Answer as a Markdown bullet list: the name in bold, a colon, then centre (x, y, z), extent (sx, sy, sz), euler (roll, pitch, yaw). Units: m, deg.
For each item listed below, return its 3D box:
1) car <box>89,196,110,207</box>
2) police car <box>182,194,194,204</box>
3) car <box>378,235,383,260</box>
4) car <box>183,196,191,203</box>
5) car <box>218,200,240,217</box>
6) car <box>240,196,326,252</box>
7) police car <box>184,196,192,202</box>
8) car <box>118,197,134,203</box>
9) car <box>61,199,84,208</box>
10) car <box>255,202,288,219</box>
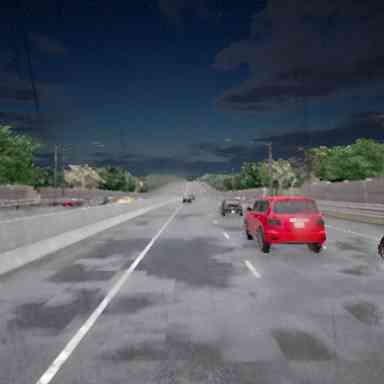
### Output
- **car**: centre (-14.078, 1.431, 50.818), extent (2.097, 1.767, 4.553), euler (0, 0, 0)
- **police car**: centre (-1.065, 1.627, 69.197), extent (1.930, 1.638, 5.238), euler (0, -1, 0)
- **car**: centre (7.098, 1.541, 9.237), extent (1.994, 1.385, 4.181), euler (0, 0, 0)
- **car**: centre (-1.067, 1.773, 79.095), extent (1.882, 1.535, 5.008), euler (0, -1, 0)
- **car**: centre (3.593, 1.486, 31.417), extent (1.837, 1.490, 4.892), euler (0, 0, 0)
- **car**: centre (3.597, 1.190, 13.819), extent (2.150, 2.045, 5.566), euler (0, 0, 0)
- **police car**: centre (-1.069, 1.788, 85.211), extent (1.930, 1.638, 5.238), euler (0, -1, 0)
- **car**: centre (-10.574, 1.570, 53.426), extent (1.882, 1.535, 5.008), euler (0, 0, 0)
- **car**: centre (-17.579, 1.670, 49.171), extent (1.895, 1.301, 4.718), euler (0, 0, 0)
- **car**: centre (7.093, 1.579, 30.100), extent (1.895, 1.301, 4.718), euler (0, 0, 0)
